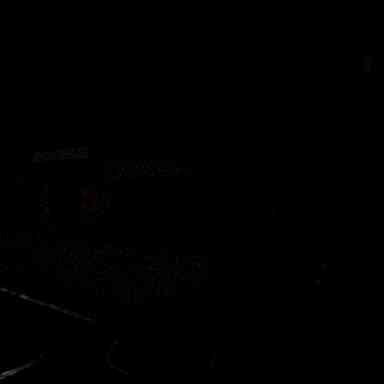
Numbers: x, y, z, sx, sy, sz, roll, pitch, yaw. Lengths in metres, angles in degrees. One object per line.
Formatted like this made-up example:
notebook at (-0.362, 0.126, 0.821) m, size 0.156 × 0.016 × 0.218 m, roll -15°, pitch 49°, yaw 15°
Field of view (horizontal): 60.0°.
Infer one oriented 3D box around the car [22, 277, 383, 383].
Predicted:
car at (0.469, 1.435, 2.512) m, size 4.097 × 1.590 × 1.967 m, roll 0°, pitch 0°, yaw 36°
